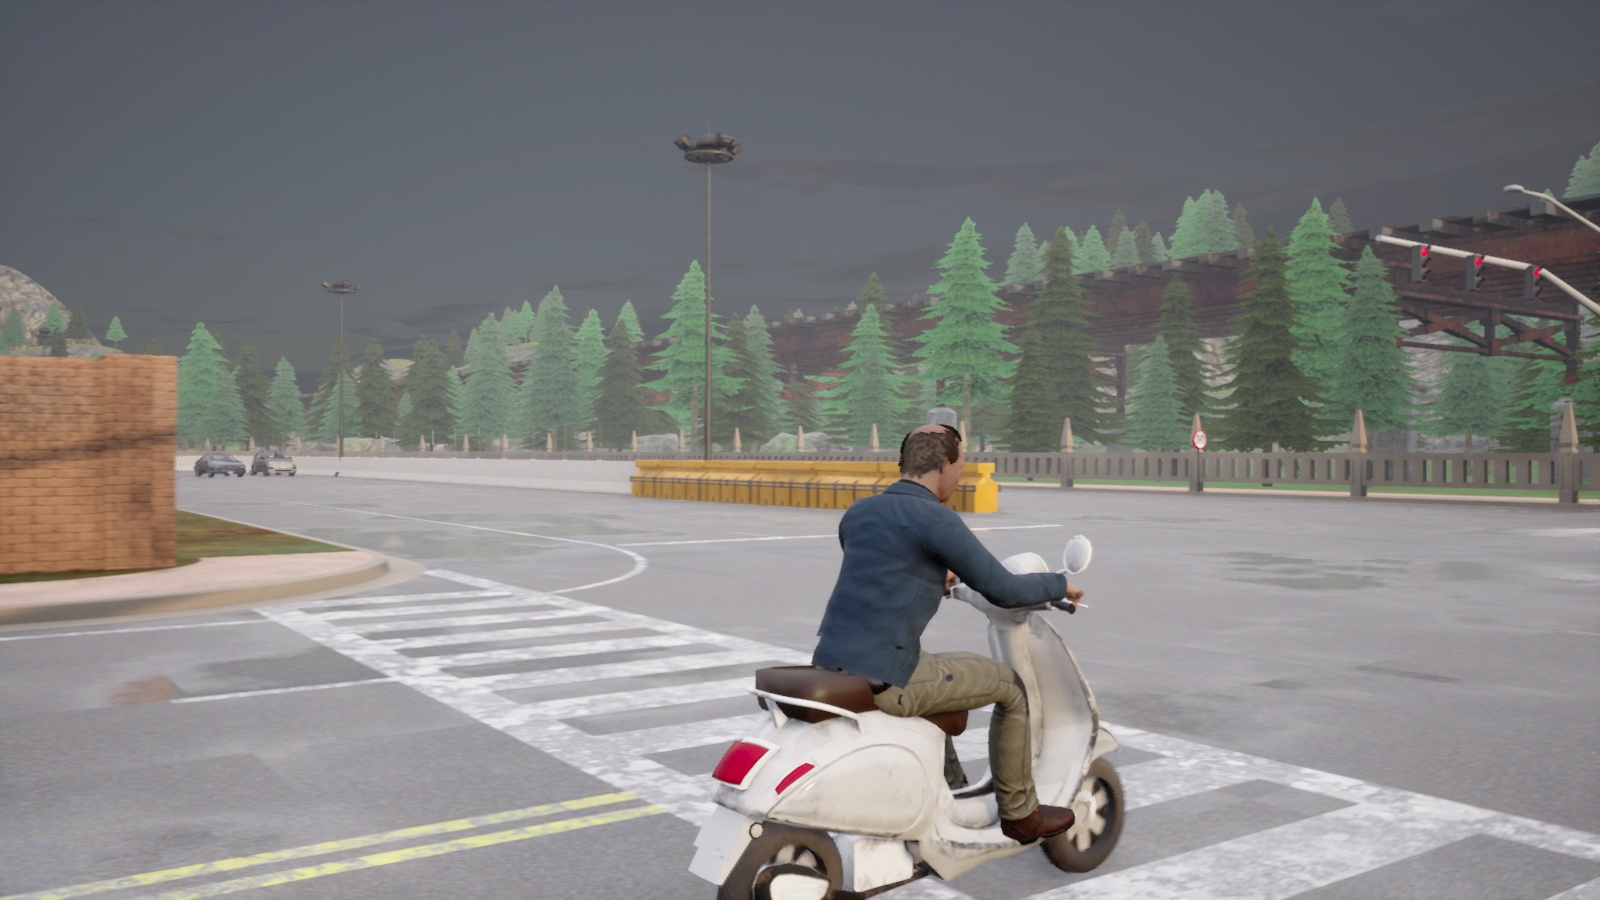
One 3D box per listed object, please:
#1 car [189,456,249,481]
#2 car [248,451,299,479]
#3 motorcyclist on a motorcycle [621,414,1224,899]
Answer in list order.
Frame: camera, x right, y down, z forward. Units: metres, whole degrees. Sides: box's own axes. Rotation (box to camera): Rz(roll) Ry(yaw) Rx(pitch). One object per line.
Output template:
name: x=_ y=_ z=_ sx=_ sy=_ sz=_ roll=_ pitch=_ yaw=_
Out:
car: x=-33.783 y=1.030 z=72.975 sx=2.033 sy=1.411 sz=5.357 roll=0 pitch=0 yaw=-38
car: x=-32.057 y=0.886 z=76.409 sx=1.851 sy=1.617 sz=3.988 roll=0 pitch=0 yaw=-39
motorcyclist on a motorcycle: x=0.441 y=0.707 z=4.048 sx=1.817 sy=1.590 sz=0.866 roll=0 pitch=0 yaw=-36
